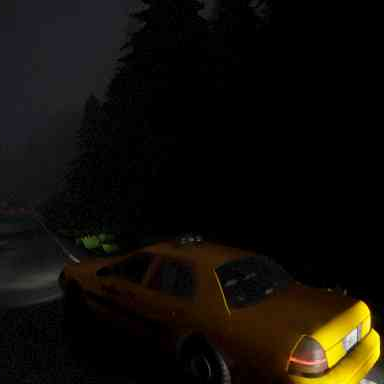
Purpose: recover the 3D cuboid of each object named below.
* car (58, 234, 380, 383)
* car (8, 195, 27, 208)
[{"bbox_3d":[-0.244,1.417,5.102,5.366,1.575,1.801,1,1,45],"label":"car"},{"bbox_3d":[-21.025,1.057,40.135,2.128,1.511,4.902,-2,2,-26],"label":"car"}]
